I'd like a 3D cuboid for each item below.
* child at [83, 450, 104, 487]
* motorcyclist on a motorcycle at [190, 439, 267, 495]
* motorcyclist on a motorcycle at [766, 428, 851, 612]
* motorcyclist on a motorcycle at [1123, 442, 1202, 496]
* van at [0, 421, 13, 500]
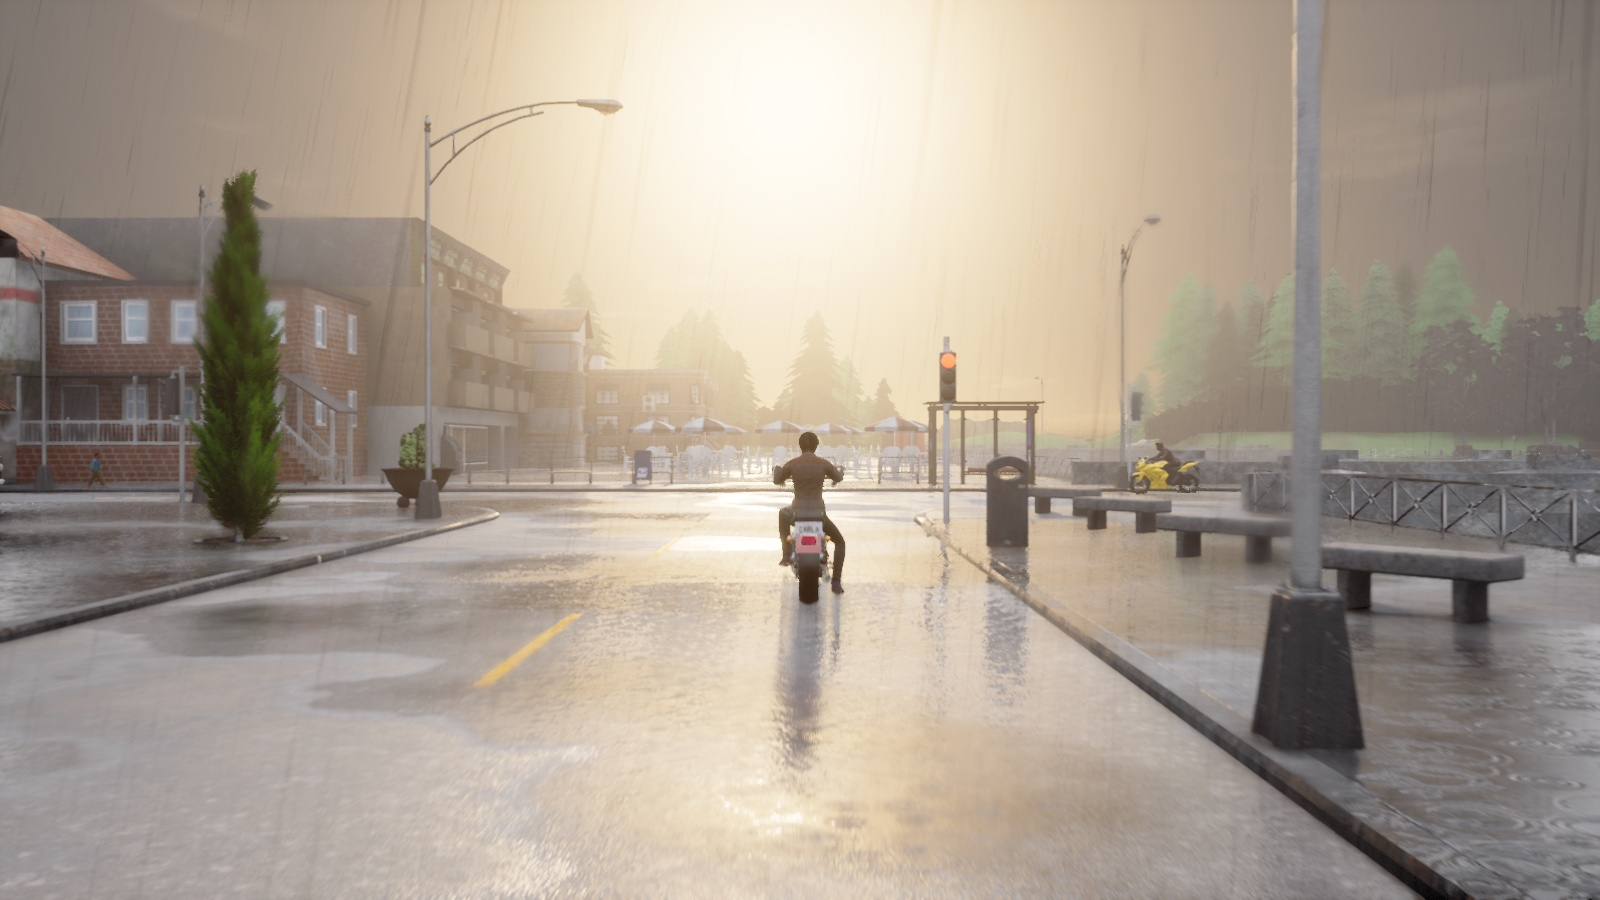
[{"bbox_3d":[-22.650,0.591,40.260,0.448,1.192,0.343,0,0,-1],"label":"child"},{"bbox_3d":[-16.353,0.484,35.974,1.817,1.590,0.866,0,0,1],"label":"motorcyclist on a motorcycle"},{"bbox_3d":[0.084,0.627,12.432,0.766,1.649,2.350,0,0,0],"label":"motorcyclist on a motorcycle"},{"bbox_3d":[10.336,0.535,35.860,2.044,1.523,0.797,0,0,0],"label":"motorcyclist on a motorcycle"},{"bbox_3d":[-22.968,0.271,32.045,4.480,2.038,2.069,0,0,1],"label":"van"}]
